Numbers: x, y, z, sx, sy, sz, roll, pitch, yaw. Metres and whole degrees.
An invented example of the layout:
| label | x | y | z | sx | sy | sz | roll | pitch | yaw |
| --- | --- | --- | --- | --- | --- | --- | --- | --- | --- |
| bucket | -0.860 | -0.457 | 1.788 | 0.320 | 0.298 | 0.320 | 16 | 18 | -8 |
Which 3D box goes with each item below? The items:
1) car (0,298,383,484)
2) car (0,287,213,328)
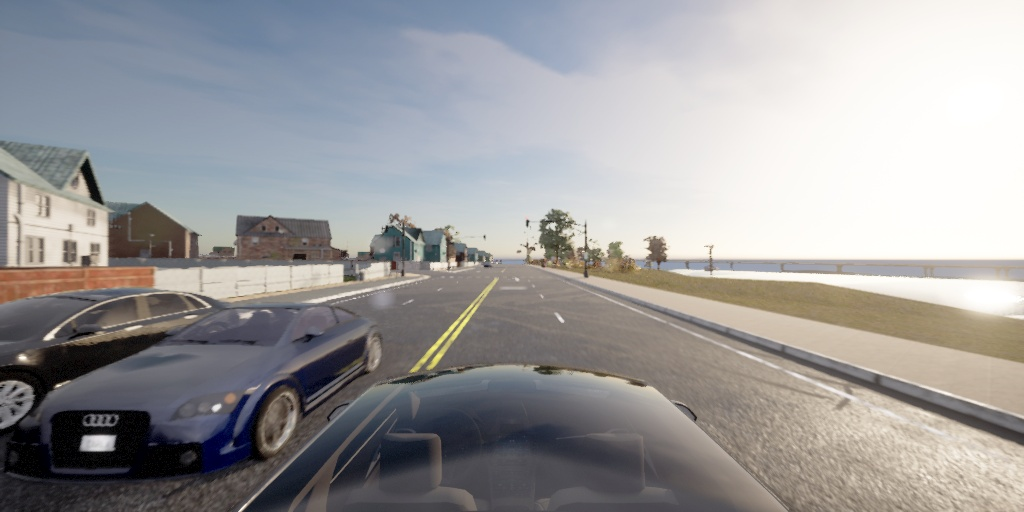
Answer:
| label | x | y | z | sx | sy | sz | roll | pitch | yaw |
| --- | --- | --- | --- | --- | --- | --- | --- | --- | --- |
| car | -3.350 | 1.349 | 4.895 | 1.994 | 1.385 | 4.181 | 0 | -1 | 0 |
| car | -6.600 | 1.297 | 5.487 | 1.837 | 1.490 | 4.892 | 0 | -1 | 0 |
